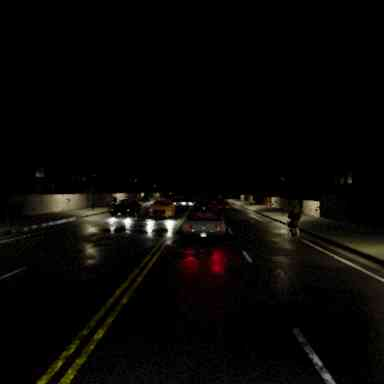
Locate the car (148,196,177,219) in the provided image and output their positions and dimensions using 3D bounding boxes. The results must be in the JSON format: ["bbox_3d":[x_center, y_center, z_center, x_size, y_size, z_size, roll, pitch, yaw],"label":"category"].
[{"bbox_3d":[-2.454,1.349,28.229,1.882,1.535,5.008,1,0,2],"label":"car"}]

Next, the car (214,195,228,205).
[{"bbox_3d":[5.285,1.486,57.800,2.128,1.511,4.902,1,0,2],"label":"car"}]

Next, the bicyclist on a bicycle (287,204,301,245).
[{"bbox_3d":[4.584,1.436,15.072,0.659,1.776,1.843,1,0,2],"label":"bicyclist on a bicycle"}]

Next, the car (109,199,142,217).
[{"bbox_3d":[-5.677,1.343,29.068,2.033,1.411,5.357,1,0,2],"label":"car"}]

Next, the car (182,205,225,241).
[{"bbox_3d":[0.588,1.571,16.681,1.895,1.301,4.718,1,0,2],"label":"car"}]

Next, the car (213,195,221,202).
[{"bbox_3d":[5.932,1.522,78.872,1.812,1.442,4.674,1,0,2],"label":"car"}]

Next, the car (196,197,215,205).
[{"bbox_3d":[1.382,1.534,39.218,1.895,1.301,4.718,1,0,2],"label":"car"}]

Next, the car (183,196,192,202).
[{"bbox_3d":[-0.921,1.428,68.947,1.895,1.301,4.718,1,0,2],"label":"car"}]
